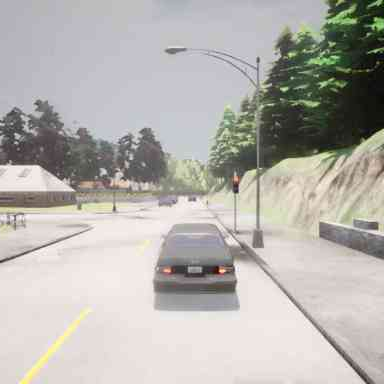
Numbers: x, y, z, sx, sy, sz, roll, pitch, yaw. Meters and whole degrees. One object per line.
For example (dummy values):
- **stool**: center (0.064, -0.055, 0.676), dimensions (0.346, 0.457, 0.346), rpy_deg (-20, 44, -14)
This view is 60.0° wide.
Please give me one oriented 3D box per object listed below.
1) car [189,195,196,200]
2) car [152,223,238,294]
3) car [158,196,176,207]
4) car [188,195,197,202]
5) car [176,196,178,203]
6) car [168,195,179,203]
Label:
- **car**: center (0.120, 1.408, 86.044), dimensions (1.812, 1.442, 4.674), rpy_deg (0, 0, 0)
- **car**: center (0.071, 1.547, 8.931), dimensions (2.033, 1.411, 5.357), rpy_deg (0, 0, 0)
- **car**: center (-4.024, 1.564, 51.053), dimensions (1.994, 1.385, 4.181), rpy_deg (0, 0, 0)
- **car**: center (0.106, 1.516, 75.684), dimensions (2.128, 1.511, 4.902), rpy_deg (0, 0, 0)
- **car**: center (-3.980, 1.478, 61.056), dimensions (1.882, 1.535, 5.008), rpy_deg (0, 0, 1)
- **car**: center (-3.900, 1.525, 71.148), dimensions (2.128, 1.511, 4.902), rpy_deg (0, 0, 0)
